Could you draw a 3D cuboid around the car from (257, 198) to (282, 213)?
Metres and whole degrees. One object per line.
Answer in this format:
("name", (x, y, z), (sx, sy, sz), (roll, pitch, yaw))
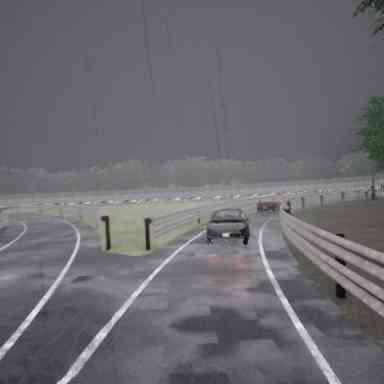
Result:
("car", (8.293, 1.342, 35.363), (1.882, 1.535, 5.008), (-2, 0, 25))

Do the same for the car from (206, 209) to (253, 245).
("car", (1.845, 1.544, 16.014), (2.128, 1.511, 4.902), (-2, 0, 11))
